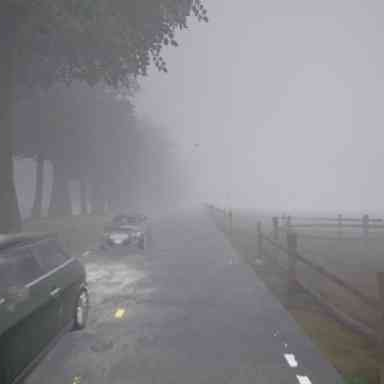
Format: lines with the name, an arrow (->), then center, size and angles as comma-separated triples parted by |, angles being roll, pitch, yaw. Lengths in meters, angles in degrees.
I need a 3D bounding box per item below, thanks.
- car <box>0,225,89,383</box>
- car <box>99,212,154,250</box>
car -> -2.856, 1.407, 3.990 | 2.097, 1.767, 4.553 | 0, -1, 0
car -> -2.882, 1.703, 15.429 | 2.128, 1.511, 4.902 | 0, -1, 0
